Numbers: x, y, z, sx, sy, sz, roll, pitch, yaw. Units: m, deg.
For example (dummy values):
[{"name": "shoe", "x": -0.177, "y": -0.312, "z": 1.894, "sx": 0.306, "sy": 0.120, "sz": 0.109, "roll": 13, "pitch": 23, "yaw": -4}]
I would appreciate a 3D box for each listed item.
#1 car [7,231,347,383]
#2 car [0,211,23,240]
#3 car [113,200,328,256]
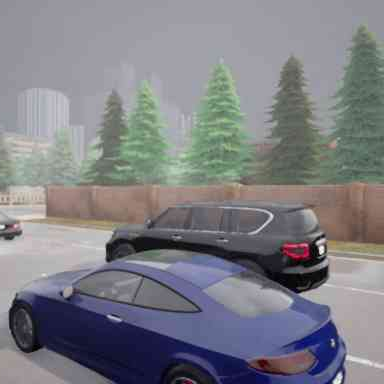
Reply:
[{"name": "car", "x": -0.536, "y": 1.514, "z": 4.384, "sx": 4.674, "sy": 1.442, "sz": 1.812, "roll": 0, "pitch": 0, "yaw": 36}, {"name": "car", "x": -9.772, "y": 1.479, "z": 15.275, "sx": 5.357, "sy": 1.411, "sz": 2.033, "roll": 0, "pitch": 0, "yaw": 39}, {"name": "car", "x": 0.351, "y": 1.205, "z": 8.052, "sx": 5.566, "sy": 2.045, "sz": 2.150, "roll": 0, "pitch": 0, "yaw": 36}]
